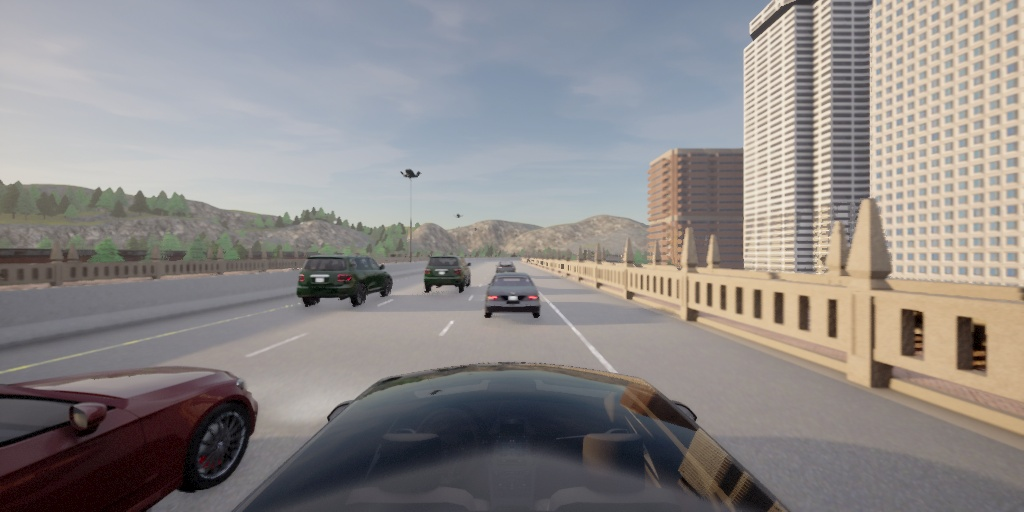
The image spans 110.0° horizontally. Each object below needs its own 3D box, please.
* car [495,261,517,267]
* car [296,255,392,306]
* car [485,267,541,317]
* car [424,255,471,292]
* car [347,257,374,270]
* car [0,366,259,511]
[{"bbox_3d":[-0.601,1.243,34.547,2.128,1.511,4.902,0,0,-2],"label":"car"},{"bbox_3d":[-7.086,0.973,15.776,2.150,2.045,5.566,0,0,-1],"label":"car"},{"bbox_3d":[-0.025,1.298,13.143,2.033,1.411,5.357,0,0,-1],"label":"car"},{"bbox_3d":[-3.728,0.973,21.325,2.150,2.045,5.566,0,0,-2],"label":"car"},{"bbox_3d":[-22.236,1.104,52.698,2.097,1.767,4.553,0,0,-2],"label":"car"},{"bbox_3d":[-3.419,1.276,1.590,1.812,1.442,4.674,0,0,0],"label":"car"}]
